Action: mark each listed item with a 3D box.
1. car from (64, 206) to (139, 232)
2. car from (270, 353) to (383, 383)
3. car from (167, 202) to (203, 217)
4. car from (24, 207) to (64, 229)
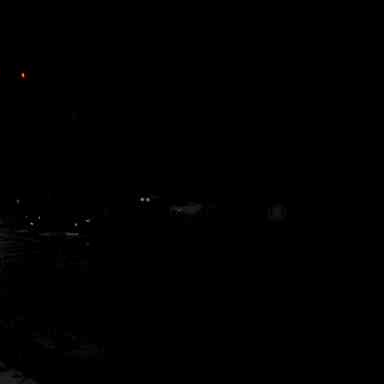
[{"bbox_3d":[-5.362,1.633,21.163,1.812,1.442,4.674,1,0,35],"label":"car"},{"bbox_3d":[2.374,1.545,1.267,4.507,1.381,1.887,0,1,35],"label":"car"},{"bbox_3d":[-0.597,1.696,33.526,1.812,1.442,4.674,1,0,35],"label":"car"},{"bbox_3d":[-8.576,1.653,22.254,1.895,1.301,4.718,1,0,35],"label":"car"}]
